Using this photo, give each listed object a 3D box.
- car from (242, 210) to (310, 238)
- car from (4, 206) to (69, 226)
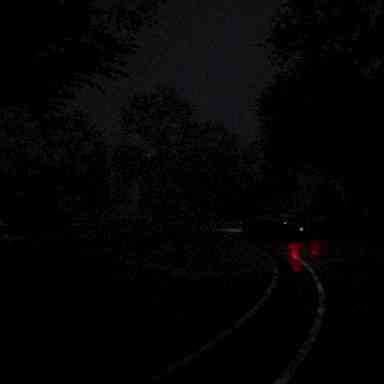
[{"bbox_3d":[4.661,1.729,19.044,1.812,1.442,4.674,0,-1,-23],"label":"car"},{"bbox_3d":[-12.984,1.979,27.862,5.008,1.535,1.882,-1,-1,-8],"label":"car"}]
